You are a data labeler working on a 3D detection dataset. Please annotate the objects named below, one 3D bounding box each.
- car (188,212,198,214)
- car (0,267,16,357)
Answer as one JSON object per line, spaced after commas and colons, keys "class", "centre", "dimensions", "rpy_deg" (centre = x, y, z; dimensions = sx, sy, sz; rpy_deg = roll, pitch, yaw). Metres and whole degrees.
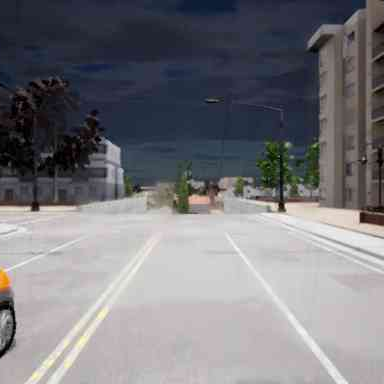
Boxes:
{"class": "car", "centre": [0.106, 3.871, 50.213], "dimensions": [1.882, 1.535, 5.008], "rpy_deg": [0, -9, 0]}
{"class": "car", "centre": [-3.583, 1.344, 2.875], "dimensions": [2.097, 1.767, 4.553], "rpy_deg": [0, 0, 0]}
